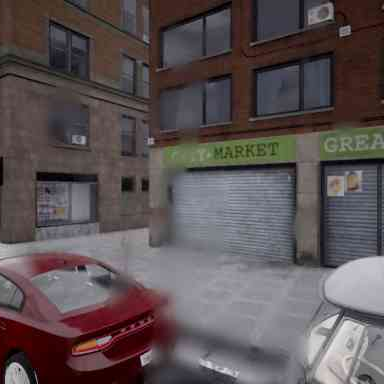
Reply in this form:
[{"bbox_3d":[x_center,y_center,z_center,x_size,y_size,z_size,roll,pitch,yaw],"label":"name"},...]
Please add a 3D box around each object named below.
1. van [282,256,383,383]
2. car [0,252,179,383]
[{"bbox_3d":[2.353,1.341,1.400,3.998,1.788,1.690,0,0,35],"label":"van"},{"bbox_3d":[-2.259,1.544,4.682,4.507,1.381,1.887,0,0,35],"label":"car"}]
